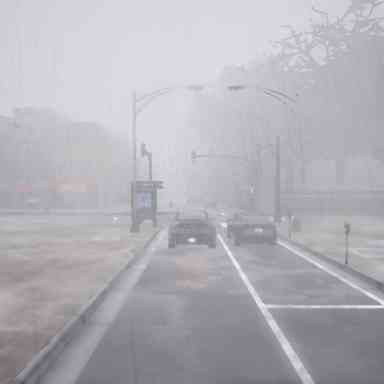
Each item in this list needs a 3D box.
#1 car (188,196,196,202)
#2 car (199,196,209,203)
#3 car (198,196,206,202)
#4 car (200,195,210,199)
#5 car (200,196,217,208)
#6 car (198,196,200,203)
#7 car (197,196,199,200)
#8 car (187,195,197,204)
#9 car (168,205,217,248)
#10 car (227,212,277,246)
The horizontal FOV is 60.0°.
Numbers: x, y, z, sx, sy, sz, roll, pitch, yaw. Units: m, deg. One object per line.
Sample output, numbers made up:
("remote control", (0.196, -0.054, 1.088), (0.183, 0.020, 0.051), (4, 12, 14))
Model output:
("car", (0.000, 1.656, 82.668), (2.033, 1.411, 5.357), (0, 0, 0))
("car", (2.622, 1.672, 74.941), (1.967, 1.590, 4.097), (-1, 0, 0))
("car", (2.621, 1.747, 85.841), (1.967, 1.590, 4.097), (-1, 0, 0))
("car", (2.625, 1.637, 53.309), (1.752, 1.417, 4.829), (-1, 0, 0))
("car", (2.626, 1.638, 47.689), (2.008, 1.369, 4.403), (-1, 0, 0))
("car", (2.625, 1.688, 58.590), (2.008, 1.369, 4.403), (-1, 0, 0))
("car", (2.620, 1.482, 64.041), (2.192, 1.841, 5.009), (-1, 0, 0))
("car", (0.000, 1.550, 66.803), (2.097, 1.767, 4.553), (0, 0, 0))
("car", (0.000, 1.522, 14.654), (1.837, 1.490, 4.892), (0, 0, 0))
("car", (2.628, 1.571, 15.175), (1.947, 1.339, 4.313), (-1, 0, 0))
